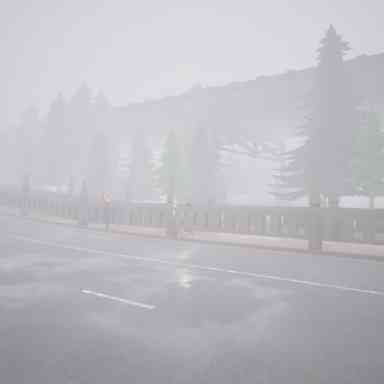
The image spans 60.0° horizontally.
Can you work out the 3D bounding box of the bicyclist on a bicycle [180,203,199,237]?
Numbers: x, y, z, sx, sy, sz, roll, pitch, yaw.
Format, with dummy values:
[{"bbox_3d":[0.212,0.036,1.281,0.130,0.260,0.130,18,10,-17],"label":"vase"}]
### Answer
[{"bbox_3d":[-0.100,1.345,16.120,0.582,1.620,1.656,-1,-3,33],"label":"bicyclist on a bicycle"}]
